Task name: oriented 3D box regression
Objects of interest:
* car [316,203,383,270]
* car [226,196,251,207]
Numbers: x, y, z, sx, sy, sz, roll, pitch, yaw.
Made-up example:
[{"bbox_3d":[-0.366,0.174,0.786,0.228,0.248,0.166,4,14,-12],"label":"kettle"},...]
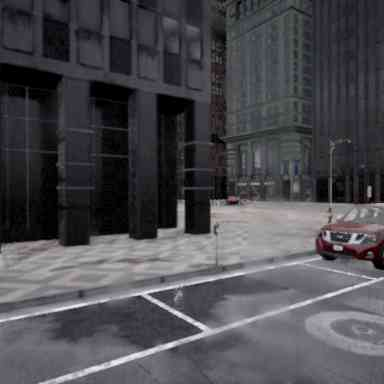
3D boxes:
[{"bbox_3d":[6.303,1.314,11.151,5.009,1.841,2.192,0,0,-36],"label":"car"},{"bbox_3d":[7.670,1.469,55.090,2.097,1.767,4.553,0,0,-35],"label":"car"}]
